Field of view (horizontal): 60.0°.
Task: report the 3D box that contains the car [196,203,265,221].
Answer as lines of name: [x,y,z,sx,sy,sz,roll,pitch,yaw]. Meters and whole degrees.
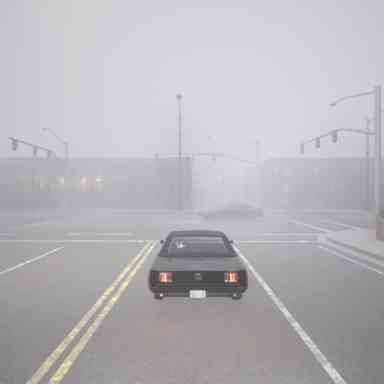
car: [3.099,1.547,26.426,5.357,1.411,2.033,0,0,-21]

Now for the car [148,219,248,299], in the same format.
car: [0.117,1.601,8.370,1.895,1.301,4.718,0,0,0]
